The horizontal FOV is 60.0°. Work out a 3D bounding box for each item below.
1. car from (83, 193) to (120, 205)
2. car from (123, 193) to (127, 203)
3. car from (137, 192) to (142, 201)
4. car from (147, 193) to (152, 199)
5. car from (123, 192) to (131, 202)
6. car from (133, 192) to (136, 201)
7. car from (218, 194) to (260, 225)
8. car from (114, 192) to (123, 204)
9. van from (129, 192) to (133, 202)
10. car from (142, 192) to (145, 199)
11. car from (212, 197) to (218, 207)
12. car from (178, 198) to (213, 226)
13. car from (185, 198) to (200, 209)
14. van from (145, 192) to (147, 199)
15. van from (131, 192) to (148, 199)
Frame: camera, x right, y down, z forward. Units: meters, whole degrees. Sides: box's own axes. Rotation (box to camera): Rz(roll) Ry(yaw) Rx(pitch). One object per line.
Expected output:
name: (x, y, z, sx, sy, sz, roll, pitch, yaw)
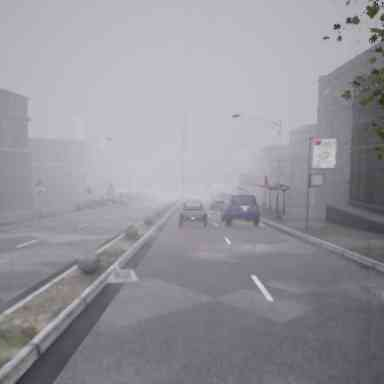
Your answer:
car: (-14.024, 1.335, 50.628, 4.892, 1.521, 2.231, -1, 0, -20)
car: (-14.094, 1.339, 56.714, 4.792, 1.488, 2.163, -1, 1, -20)
car: (-14.101, 1.254, 71.962, 4.892, 1.521, 2.231, -1, 0, -20)
car: (-14.125, 0.946, 87.204, 5.566, 2.045, 2.435, -1, 0, -20)
car: (-14.249, 1.297, 59.708, 5.366, 1.575, 1.946, -1, 0, -20)
car: (-14.062, 1.149, 65.876, 4.553, 1.767, 2.185, -1, 0, -20)
car: (3.305, 1.162, 23.515, 2.150, 2.045, 5.566, 0, 0, 0)
car: (-14.085, 1.196, 53.670, 4.553, 1.767, 2.185, -1, 0, -20)
van: (-13.978, 1.059, 62.868, 4.442, 1.987, 1.878, -1, 0, -20)
car: (-14.143, 0.991, 74.992, 5.566, 2.045, 2.435, -1, 0, -20)
car: (3.324, 1.414, 43.051, 1.812, 1.442, 4.674, 0, 0, 0)
car: (0.071, 1.432, 23.165, 2.128, 1.511, 4.902, 0, 0, 0)
car: (0.076, 1.491, 43.339, 1.895, 1.301, 4.718, 0, 0, 0)
van: (-14.025, 0.992, 81.142, 4.442, 1.987, 1.878, -1, 0, -20)
van: (-14.266, 0.962, 90.192, 4.442, 1.987, 1.878, -1, 0, -20)
